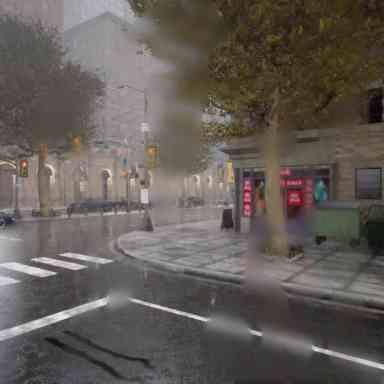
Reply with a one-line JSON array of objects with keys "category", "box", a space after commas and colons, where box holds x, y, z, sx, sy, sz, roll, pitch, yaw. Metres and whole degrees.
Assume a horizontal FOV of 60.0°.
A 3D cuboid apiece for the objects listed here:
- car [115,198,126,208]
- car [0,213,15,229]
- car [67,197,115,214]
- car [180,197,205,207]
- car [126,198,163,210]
[{"category": "car", "box": [-10.164, 1.595, 47.912, 1.895, 1.301, 4.718, 0, 0, 36]}, {"category": "car", "box": [-13.210, 1.601, 19.839, 4.718, 1.301, 1.895, 0, 0, -33]}, {"category": "car", "box": [-10.970, 1.352, 35.442, 2.097, 1.767, 4.553, 0, 0, 36]}, {"category": "car", "box": [0.140, 1.505, 50.800, 1.837, 1.490, 4.892, 0, 0, 36]}, {"category": "car", "box": [-5.680, 1.505, 42.760, 1.837, 1.490, 4.892, 0, 0, 36]}]
